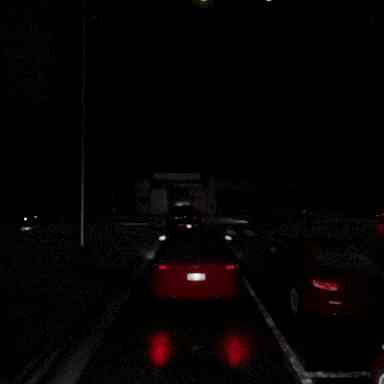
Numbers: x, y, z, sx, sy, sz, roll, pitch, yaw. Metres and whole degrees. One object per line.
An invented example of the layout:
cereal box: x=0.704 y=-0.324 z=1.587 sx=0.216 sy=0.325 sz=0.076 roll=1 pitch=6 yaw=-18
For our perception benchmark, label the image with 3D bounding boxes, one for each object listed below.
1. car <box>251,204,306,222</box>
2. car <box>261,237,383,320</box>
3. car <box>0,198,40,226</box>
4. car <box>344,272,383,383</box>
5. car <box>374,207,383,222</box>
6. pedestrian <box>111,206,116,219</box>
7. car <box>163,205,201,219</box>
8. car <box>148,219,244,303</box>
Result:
car: x=6.775 y=1.627 z=26.198 sx=4.181 sy=1.385 sz=1.994 roll=-1 pitch=-1 yaw=1
car: x=2.646 y=1.611 z=7.094 sx=1.802 sy=1.307 sz=4.206 roll=1 pitch=0 yaw=0
car: x=-13.728 y=1.426 z=23.332 sx=5.566 sy=2.045 sz=2.150 roll=0 pitch=-1 yaw=0
car: x=2.649 y=1.589 z=1.655 sx=1.802 sy=1.307 sz=4.206 roll=1 pitch=0 yaw=0
car: x=15.244 y=1.445 z=23.229 sx=4.674 sy=1.442 sz=1.812 roll=0 pitch=-1 yaw=0
pedestrian: x=-6.845 y=1.784 z=29.161 sx=0.500 sy=1.100 sz=0.500 roll=0 pitch=-1 yaw=0
car: x=-0.643 y=1.575 z=20.565 sx=1.837 sy=1.490 sz=4.892 roll=1 pitch=1 yaw=-11
car: x=0.086 y=1.598 z=8.358 sx=1.994 sy=1.385 sz=4.181 roll=0 pitch=0 yaw=0
